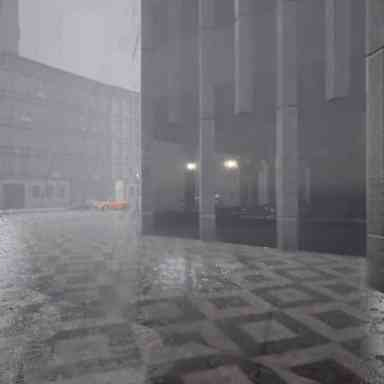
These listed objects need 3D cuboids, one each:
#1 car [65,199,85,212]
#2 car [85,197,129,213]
[{"bbox_3d":[-12.608,1.556,39.291,1.812,1.442,4.674,0,0,36],"label":"car"},{"bbox_3d":[-9.424,1.374,38.153,2.097,1.767,4.553,0,0,36],"label":"car"}]
